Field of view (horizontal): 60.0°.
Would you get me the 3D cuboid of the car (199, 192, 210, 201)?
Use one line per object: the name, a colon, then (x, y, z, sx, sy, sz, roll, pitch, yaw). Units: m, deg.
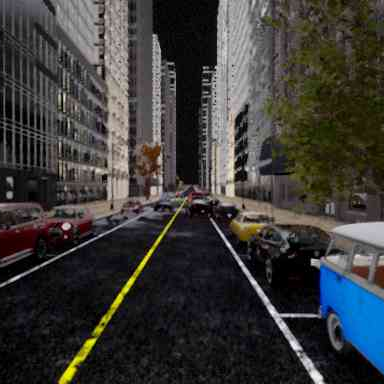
car: (2.692, 0.918, 71.827, 2.192, 1.841, 5.009, 0, 0, 0)

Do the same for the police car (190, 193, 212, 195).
police car: (0.904, 1.220, 38.639, 1.930, 1.638, 5.238, 0, 0, 0)

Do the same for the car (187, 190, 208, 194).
car: (0.565, 0.985, 44.518, 2.150, 2.045, 5.566, 0, 0, -2)

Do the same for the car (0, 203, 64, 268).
car: (-5.696, 1.267, 9.156, 2.192, 1.841, 5.009, 0, 0, 0)

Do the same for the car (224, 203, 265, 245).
car: (2.687, 1.447, 15.019, 1.752, 1.417, 4.829, 0, 0, 0)

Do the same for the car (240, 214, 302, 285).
car: (2.687, 1.518, 9.151, 1.947, 1.339, 4.313, 0, 0, 0)

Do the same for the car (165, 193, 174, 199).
car: (-5.686, 1.084, 83.228, 2.008, 1.369, 4.403, 0, 0, 0)

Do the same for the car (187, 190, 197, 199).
car: (0.007, 0.654, 79.053, 2.150, 2.045, 5.566, 0, 0, 0)

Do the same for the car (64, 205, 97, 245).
car: (-5.694, 1.362, 14.855, 1.967, 1.590, 4.097, 0, 0, 0)

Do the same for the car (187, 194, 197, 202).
car: (0.006, 1.176, 64.025, 1.812, 1.442, 4.674, 0, 0, 0)

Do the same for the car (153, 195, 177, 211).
car: (-3.090, 1.369, 36.775, 1.994, 1.385, 4.181, 0, 0, 0)

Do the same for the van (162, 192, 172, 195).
van: (-5.689, 0.944, 71.833, 1.690, 1.788, 3.998, 0, 0, 0)

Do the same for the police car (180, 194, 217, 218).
police car: (0.459, 1.274, 28.538, 1.930, 1.638, 5.238, 0, 0, -9)

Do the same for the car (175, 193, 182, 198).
car: (-2.993, 0.967, 77.229, 1.812, 1.442, 4.674, 0, 0, 0)

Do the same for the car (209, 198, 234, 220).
car: (2.688, 1.412, 26.244, 2.008, 1.369, 4.403, 0, 0, 0)

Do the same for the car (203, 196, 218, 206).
car: (2.691, 1.282, 49.036, 1.887, 1.381, 4.507, 0, 0, 0)

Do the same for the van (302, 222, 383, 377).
van: (2.685, 1.323, 3.451, 1.690, 1.788, 3.998, 0, 0, 0)

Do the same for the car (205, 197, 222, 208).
car: (2.690, 1.335, 43.338, 1.947, 1.339, 4.313, 0, 0, 0)

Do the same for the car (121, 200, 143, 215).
car: (-5.691, 1.413, 31.949, 1.802, 1.307, 4.206, 0, 0, 0)
